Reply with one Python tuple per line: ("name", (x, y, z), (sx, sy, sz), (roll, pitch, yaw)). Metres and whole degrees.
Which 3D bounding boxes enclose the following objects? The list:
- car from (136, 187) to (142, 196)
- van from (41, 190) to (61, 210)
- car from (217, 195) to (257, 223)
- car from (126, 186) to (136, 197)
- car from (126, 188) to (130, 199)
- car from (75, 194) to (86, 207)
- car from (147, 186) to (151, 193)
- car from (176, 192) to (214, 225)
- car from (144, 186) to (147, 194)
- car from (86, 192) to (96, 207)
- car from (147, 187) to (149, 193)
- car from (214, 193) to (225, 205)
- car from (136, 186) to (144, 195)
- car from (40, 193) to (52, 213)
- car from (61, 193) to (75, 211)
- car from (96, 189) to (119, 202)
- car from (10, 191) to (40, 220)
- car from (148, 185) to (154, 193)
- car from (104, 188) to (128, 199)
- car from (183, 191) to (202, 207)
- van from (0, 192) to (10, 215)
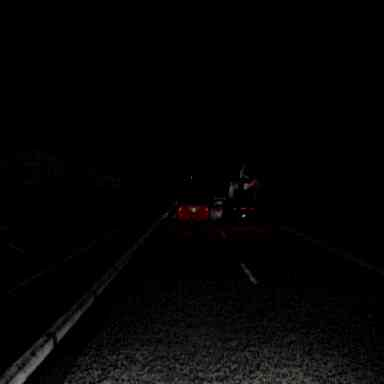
("car", (-13.669, 0.353, 67.875), (5.366, 1.575, 1.946), (-1, 1, -20))
("van", (-13.971, 0.858, 28.776), (4.442, 1.987, 1.878), (-1, 1, -20))
("car", (3.097, 1.190, 22.363), (2.128, 1.511, 4.902), (0, 1, 0))
("car", (-13.821, 0.248, 61.817), (5.566, 2.045, 2.435), (-1, 1, -20))
("car", (-13.849, 0.598, 58.804), (4.674, 1.452, 2.002), (-1, 1, -20))
("car", (-13.852, 1.019, 34.787), (4.674, 1.452, 2.002), (-1, 1, -20))
("car", (-13.825, -0.165, 85.819), (5.008, 1.535, 2.097), (-1, 2, -20))
("car", (0.097, 1.060, 21.765), (2.097, 1.767, 4.553), (0, 1, 0))
("car", (-13.867, -0.099, 79.807), (4.553, 1.767, 2.185), (-1, 2, -20))
("car", (-13.829, 0.956, 37.805), (4.792, 1.488, 2.163), (-1, 1, -20))
("car", (-13.836, -0.028, 82.822), (4.674, 1.452, 2.002), (-1, 2, -20))
("car", (3.095, 0.900, 39.328), (2.128, 1.511, 4.902), (0, 1, 0))
("car", (-13.868, 0.034, 70.795), (5.566, 2.045, 2.435), (-1, 2, -20))
("car", (-13.855, 1.134, 25.840), (4.892, 1.521, 2.231), (-1, 1, -20))
("car", (-13.830, 0.904, 31.812), (4.553, 1.767, 2.185), (-1, 1, -20))
("car", (-13.824, 0.750, 49.809), (4.792, 1.488, 2.163), (-1, 1, -20))
("car", (-13.841, 0.932, 22.868), (5.566, 2.045, 2.435), (-1, 1, -20))
("car", (-13.803, -0.336, 91.834), (4.792, 1.488, 2.163), (-1, 2, -20))
("car", (-14.018, 0.616, 55.731), (5.366, 1.575, 1.946), (-1, 1, -20))
("car", (0.095, 0.765, 39.103), (2.097, 1.767, 4.553), (0, 1, 0))
("van", (-13.758, 1.007, 19.916), (4.442, 1.987, 1.878), (-1, 1, -20))
